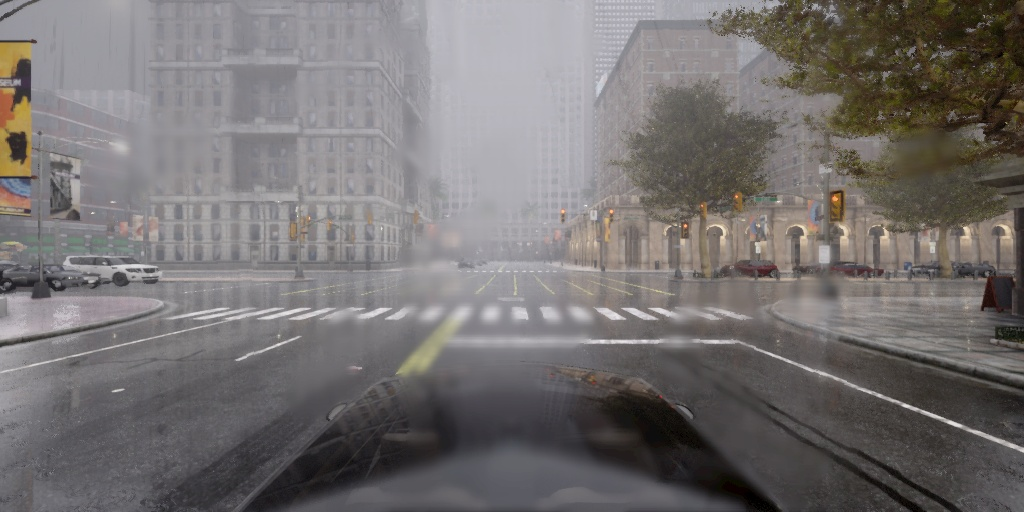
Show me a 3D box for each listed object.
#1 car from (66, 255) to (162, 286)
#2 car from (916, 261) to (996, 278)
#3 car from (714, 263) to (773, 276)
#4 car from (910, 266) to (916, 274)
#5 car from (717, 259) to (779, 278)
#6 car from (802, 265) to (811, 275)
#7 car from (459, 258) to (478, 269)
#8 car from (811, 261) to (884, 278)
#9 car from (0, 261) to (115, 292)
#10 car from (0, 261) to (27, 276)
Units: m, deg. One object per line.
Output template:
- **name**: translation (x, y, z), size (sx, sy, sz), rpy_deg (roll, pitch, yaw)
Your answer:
- **car**: translation (-27.379, 0.971, 24.541), size (5.566, 2.045, 2.150), rpy_deg (0, 0, 2)
- **car**: translation (40.372, 1.241, 32.352), size (4.902, 1.511, 2.128), rpy_deg (0, 0, 1)
- **car**: translation (23.159, 1.351, 35.951), size (4.718, 1.301, 1.895), rpy_deg (0, 0, 0)
- **car**: translation (42.800, 1.241, 35.834), size (4.902, 1.511, 2.128), rpy_deg (0, 0, 1)
- **car**: translation (21.397, 1.102, 32.460), size (4.553, 1.767, 2.097), rpy_deg (0, 0, 0)
- **car**: translation (32.483, 1.255, 35.901), size (4.892, 1.490, 1.837), rpy_deg (0, 0, 0)
- **car**: translation (-7.106, 1.102, 56.456), size (2.097, 1.767, 4.553), rpy_deg (0, 0, 0)
- **car**: translation (30.385, 1.351, 32.413), size (4.718, 1.301, 1.895), rpy_deg (0, 0, 0)
- **car**: translation (-27.059, 1.242, 21.024), size (4.902, 1.511, 2.128), rpy_deg (0, 0, 0)
- **car**: translation (-52.533, 1.255, 36.915), size (4.892, 1.490, 1.837), rpy_deg (0, 0, 20)
